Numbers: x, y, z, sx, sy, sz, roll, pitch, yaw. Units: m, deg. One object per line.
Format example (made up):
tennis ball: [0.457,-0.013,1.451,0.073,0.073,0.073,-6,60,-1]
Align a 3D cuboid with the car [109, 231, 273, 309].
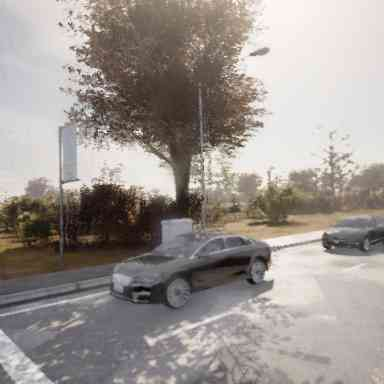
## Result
car: [0.206,1.851,8.927,4.902,1.511,2.128,0,-3,-42]

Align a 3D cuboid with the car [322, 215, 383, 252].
car: [8.036,1.908,16.074,4.892,1.490,1.837,0,-3,-43]
